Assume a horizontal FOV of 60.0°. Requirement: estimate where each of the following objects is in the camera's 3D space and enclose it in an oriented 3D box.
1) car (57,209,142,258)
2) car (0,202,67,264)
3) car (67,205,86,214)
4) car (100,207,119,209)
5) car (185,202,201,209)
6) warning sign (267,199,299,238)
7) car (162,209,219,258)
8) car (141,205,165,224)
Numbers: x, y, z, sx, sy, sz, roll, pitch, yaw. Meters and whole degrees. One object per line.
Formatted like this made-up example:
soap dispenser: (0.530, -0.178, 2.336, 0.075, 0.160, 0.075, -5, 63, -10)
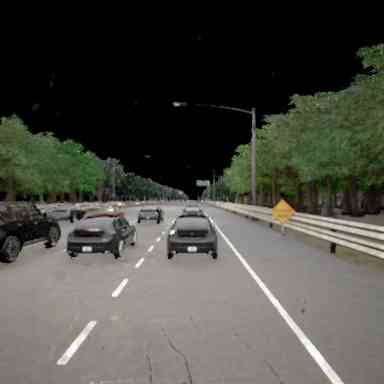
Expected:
car: (-3.470, 1.659, 13.493, 1.837, 1.490, 4.892, 0, 0, 1)
car: (-6.983, 1.365, 12.576, 2.150, 2.045, 5.566, 0, 0, 0)
car: (-10.435, 1.859, 28.510, 2.128, 1.511, 4.902, 0, -1, 1)
car: (-6.939, 1.963, 28.247, 1.895, 1.301, 4.718, 0, -1, 1)
car: (0.072, 1.897, 28.865, 1.812, 1.442, 4.674, 0, -1, 1)
warning sign: (4.554, 1.307, 16.729, 1.300, 1.860, 1.060, -1, -1, 0)
car: (0.030, 1.659, 13.475, 1.837, 1.490, 4.892, 0, 0, 1)
car: (-3.434, 1.859, 28.481, 2.128, 1.511, 4.902, 0, -1, 1)
